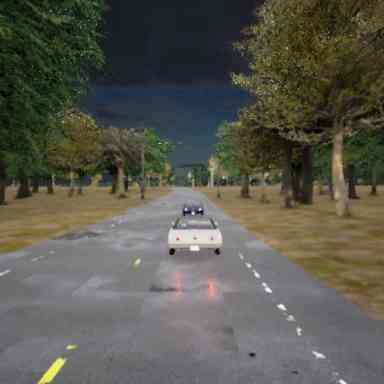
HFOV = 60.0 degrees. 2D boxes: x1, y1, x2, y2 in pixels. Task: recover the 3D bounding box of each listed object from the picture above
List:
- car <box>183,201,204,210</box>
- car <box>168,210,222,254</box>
[{"bbox_3d":[0.104,1.489,30.825,1.895,1.301,4.718,0,1,0],"label":"car"},{"bbox_3d":[0.102,1.613,13.535,1.895,1.301,4.718,0,0,0],"label":"car"}]
